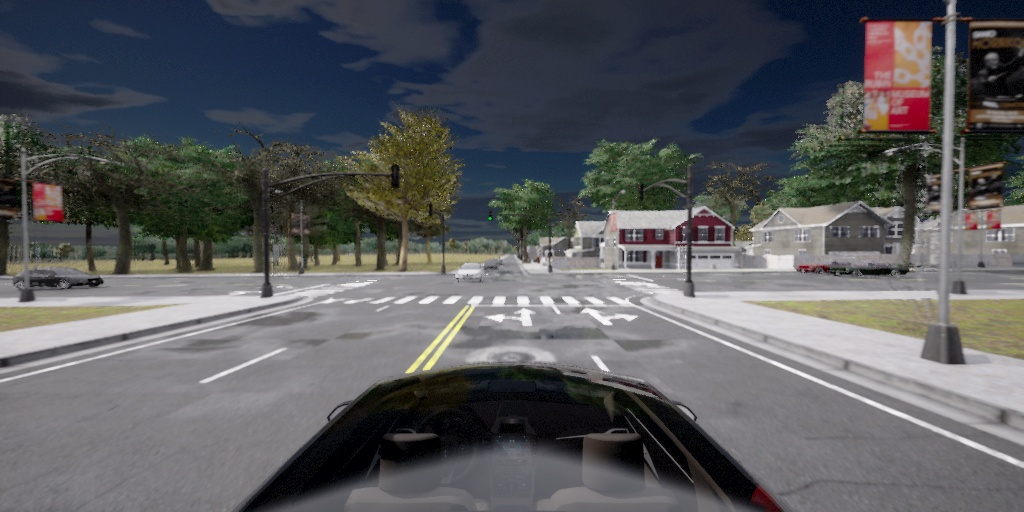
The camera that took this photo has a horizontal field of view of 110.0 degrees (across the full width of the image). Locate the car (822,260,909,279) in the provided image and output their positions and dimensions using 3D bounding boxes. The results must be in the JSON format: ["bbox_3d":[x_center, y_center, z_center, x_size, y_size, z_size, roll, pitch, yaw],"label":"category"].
[{"bbox_3d":[27.492,1.050,27.821,4.718,1.301,1.895,0,1,1],"label":"car"}]

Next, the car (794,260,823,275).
[{"bbox_3d":[27.466,0.981,31.069,4.718,1.301,1.895,0,1,1],"label":"car"}]

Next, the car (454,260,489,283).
[{"bbox_3d":[-3.082,1.242,27.382,1.812,1.442,4.674,0,1,1],"label":"car"}]

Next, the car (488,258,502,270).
[{"bbox_3d":[-2.855,1.214,50.958,1.837,1.490,4.892,0,2,0],"label":"car"}]

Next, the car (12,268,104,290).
[{"bbox_3d":[-31.399,1.547,24.872,4.892,1.490,1.837,-1,1,1],"label":"car"}]
